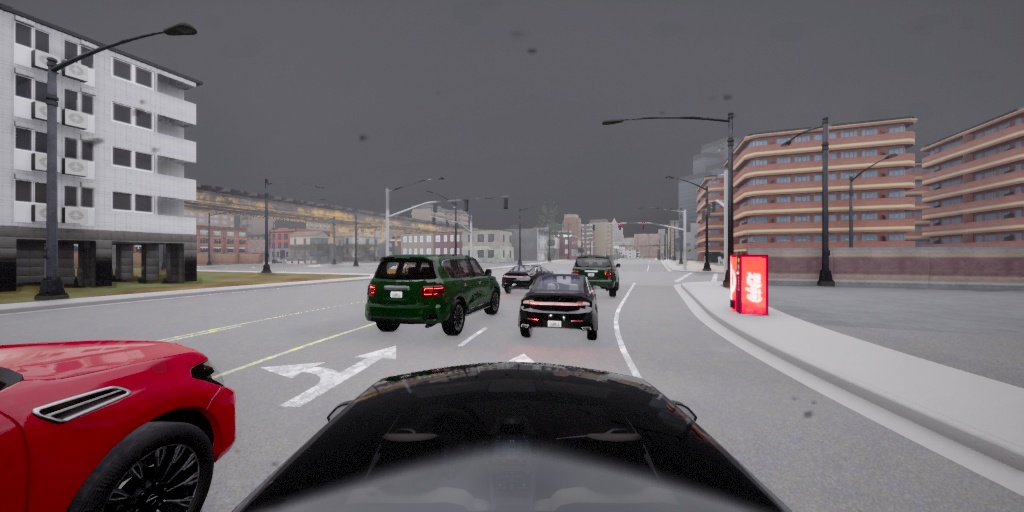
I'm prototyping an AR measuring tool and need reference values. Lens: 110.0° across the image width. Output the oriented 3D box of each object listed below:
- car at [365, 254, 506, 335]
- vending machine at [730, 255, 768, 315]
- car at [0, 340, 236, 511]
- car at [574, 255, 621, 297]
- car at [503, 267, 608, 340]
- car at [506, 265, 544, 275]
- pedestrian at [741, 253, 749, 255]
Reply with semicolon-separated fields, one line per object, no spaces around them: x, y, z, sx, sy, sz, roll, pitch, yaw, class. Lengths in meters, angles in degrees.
-1.999;0.971;10.775;2.150;2.045;5.566;0;0;14;car
7.810;0.945;11.819;1.100;2.100;0.880;0;0;20;vending machine
-3.264;0.971;0.504;2.150;2.045;5.566;0;0;-2;car
4.552;0.971;19.308;2.150;2.045;5.566;0;0;19;car
1.435;1.242;10.065;2.128;1.511;4.902;0;0;12;car
1.103;1.242;20.141;2.128;1.511;4.902;0;0;24;car
8.042;0.795;12.438;0.375;1.860;0.375;0;0;21;pedestrian
